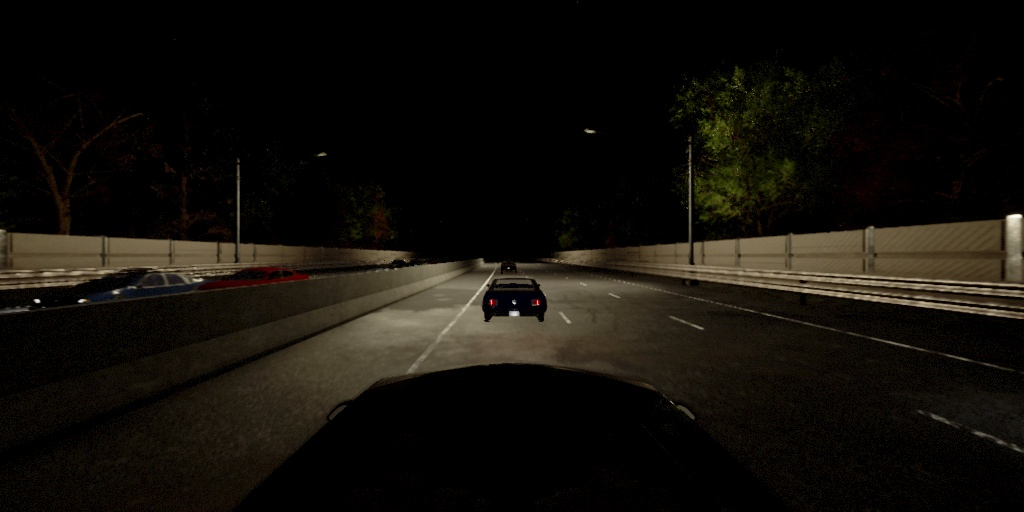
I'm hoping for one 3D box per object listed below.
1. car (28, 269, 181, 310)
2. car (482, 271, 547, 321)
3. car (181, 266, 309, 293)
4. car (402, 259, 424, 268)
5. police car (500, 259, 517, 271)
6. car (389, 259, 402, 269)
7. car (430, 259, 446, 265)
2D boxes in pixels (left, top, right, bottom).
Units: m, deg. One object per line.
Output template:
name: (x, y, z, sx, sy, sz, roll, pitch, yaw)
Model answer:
car: (-14.148, 1.305, 13.724, 2.033, 1.411, 5.357, 0, 0, 0)
car: (0.058, 1.355, 12.424, 1.895, 1.301, 4.718, 0, 0, 0)
car: (-10.663, 1.235, 15.169, 1.882, 1.535, 5.008, 0, 0, 0)
car: (-14.889, 1.274, 55.215, 1.837, 1.490, 4.892, 0, 0, -1)
police car: (-0.426, 1.192, 44.247, 1.930, 1.638, 5.238, 0, 0, -1)
car: (-18.458, 1.294, 58.252, 1.812, 1.442, 4.674, 0, 0, -1)
car: (-11.391, 1.247, 55.326, 1.882, 1.535, 5.008, 0, 0, -1)
